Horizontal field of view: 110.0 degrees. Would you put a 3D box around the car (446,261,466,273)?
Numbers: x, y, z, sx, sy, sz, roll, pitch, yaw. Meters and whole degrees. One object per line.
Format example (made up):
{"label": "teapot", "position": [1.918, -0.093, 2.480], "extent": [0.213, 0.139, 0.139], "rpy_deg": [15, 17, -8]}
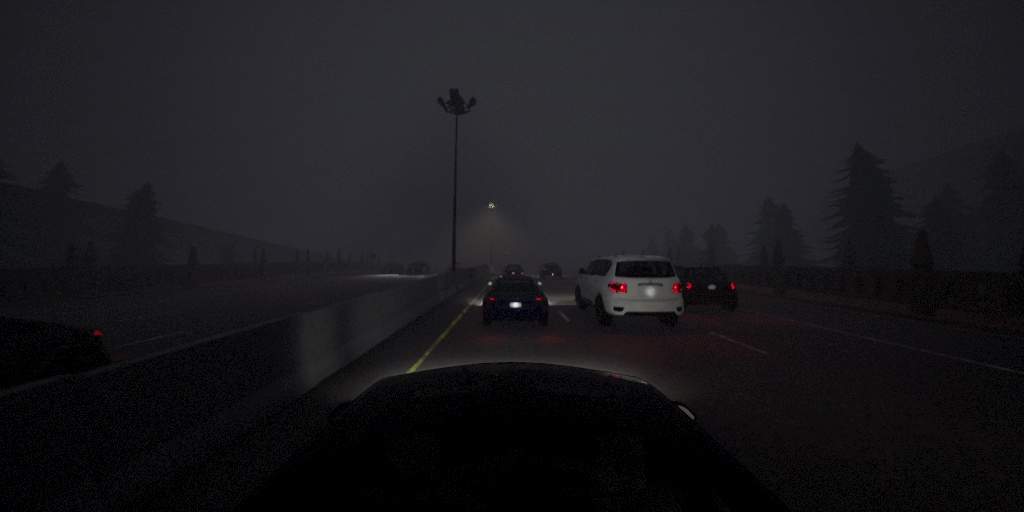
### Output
{"label": "car", "position": [-7.079, 1.396, 45.624], "extent": [1.882, 1.535, 5.008], "rpy_deg": [0, -1, 0]}

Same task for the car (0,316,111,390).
{"label": "car", "position": [-7.102, 1.317, 3.657], "extent": [1.994, 1.385, 4.181], "rpy_deg": [0, 0, 0]}

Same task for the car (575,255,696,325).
{"label": "car", "position": [3.600, 1.000, 12.000], "extent": [2.150, 2.045, 5.566], "rpy_deg": [0, 0, 0]}

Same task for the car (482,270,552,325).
{"label": "car", "position": [0.101, 1.342, 11.997], "extent": [1.994, 1.385, 4.181], "rpy_deg": [0, 0, 0]}

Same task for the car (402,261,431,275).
{"label": "car", "position": [-10.586, 1.366, 40.794], "extent": [1.837, 1.490, 4.892], "rpy_deg": [0, -1, 0]}

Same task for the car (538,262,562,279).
{"label": "car", "position": [3.602, 1.348, 34.020], "extent": [1.837, 1.490, 4.892], "rpy_deg": [0, 0, 0]}

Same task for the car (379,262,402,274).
{"label": "car", "position": [-14.085, 1.437, 42.446], "extent": [1.994, 1.385, 4.181], "rpy_deg": [0, 0, 0]}

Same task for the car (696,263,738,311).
{"label": "car", "position": [7.101, 1.138, 14.852], "extent": [2.097, 1.767, 4.553], "rpy_deg": [0, 0, 0]}

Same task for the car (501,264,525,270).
{"label": "car", "position": [0.102, 1.379, 30.081], "extent": [2.033, 1.411, 5.357], "rpy_deg": [0, 0, 0]}
